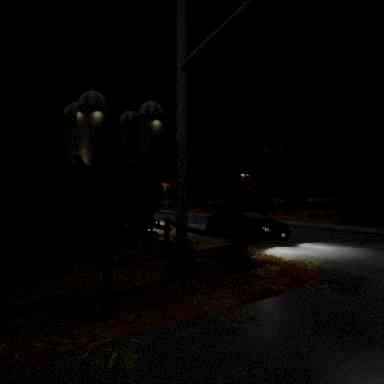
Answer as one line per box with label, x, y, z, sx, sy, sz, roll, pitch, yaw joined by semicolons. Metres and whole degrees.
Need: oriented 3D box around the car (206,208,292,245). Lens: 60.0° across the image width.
car;2.514;1.526;15.840;1.812;1.442;4.674;0;0;-34
